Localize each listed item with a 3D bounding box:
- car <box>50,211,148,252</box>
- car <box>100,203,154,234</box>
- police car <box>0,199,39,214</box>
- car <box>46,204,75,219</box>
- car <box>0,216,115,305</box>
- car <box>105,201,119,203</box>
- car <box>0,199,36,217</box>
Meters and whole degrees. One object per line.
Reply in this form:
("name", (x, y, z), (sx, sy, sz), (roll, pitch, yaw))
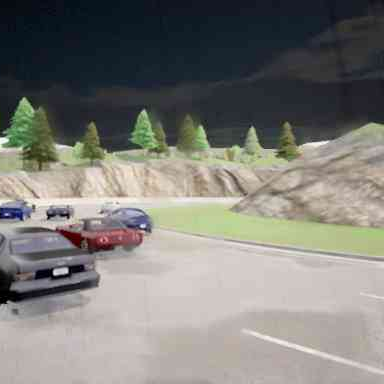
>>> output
("car", (-3.912, 1.663, 13.333), (1.895, 1.301, 4.718), (1, 0, -39))
("car", (-3.793, 1.626, 19.378), (1.812, 1.442, 4.674), (0, 0, -32))
("police car", (-19.771, 1.624, 38.315), (2.038, 1.542, 4.974), (1, 0, -2))
("car", (-11.687, 1.718, 29.851), (1.895, 1.301, 4.718), (0, 0, -13))
("car", (-4.226, 1.576, 8.252), (2.033, 1.411, 5.357), (1, 0, -43))
("car", (-9.134, 1.708, 38.029), (1.812, 1.442, 4.674), (0, 0, -2))
("car", (-14.609, 1.563, 27.565), (1.882, 1.535, 5.008), (0, 0, -15))
